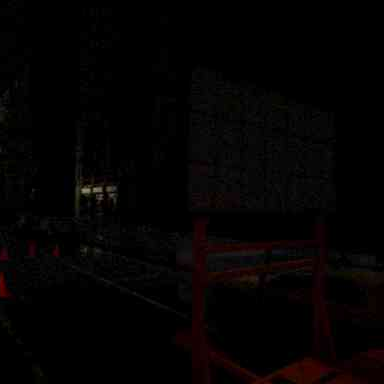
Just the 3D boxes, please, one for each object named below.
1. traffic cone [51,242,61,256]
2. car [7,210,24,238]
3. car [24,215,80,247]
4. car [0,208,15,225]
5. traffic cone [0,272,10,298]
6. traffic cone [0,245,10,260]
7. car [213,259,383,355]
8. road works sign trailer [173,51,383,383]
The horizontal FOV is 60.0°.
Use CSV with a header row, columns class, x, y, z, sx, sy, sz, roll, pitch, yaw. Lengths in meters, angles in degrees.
class,x,y,z,sx,sy,sz,roll,pitch,yaw
traffic cone,-5.999,2.529,14.725,0.340,0.580,0.340,3,-3,-38
car,-11.406,2.318,23.512,1.967,1.590,4.097,3,-3,-38
car,-7.933,2.177,19.072,1.967,1.590,4.097,3,-3,-38
car,-18.353,2.481,32.398,2.192,1.841,5.009,3,-4,-38
traffic cone,-4.666,2.252,8.157,0.340,0.580,0.340,3,-3,-38
traffic cone,-7.575,2.440,13.495,0.340,0.580,0.340,3,-3,-38
car,2.368,1.861,5.911,1.752,1.417,4.829,4,-3,-37
road works sign trailer,0.680,0.654,3.497,2.380,3.560,2.880,3,-3,-38
